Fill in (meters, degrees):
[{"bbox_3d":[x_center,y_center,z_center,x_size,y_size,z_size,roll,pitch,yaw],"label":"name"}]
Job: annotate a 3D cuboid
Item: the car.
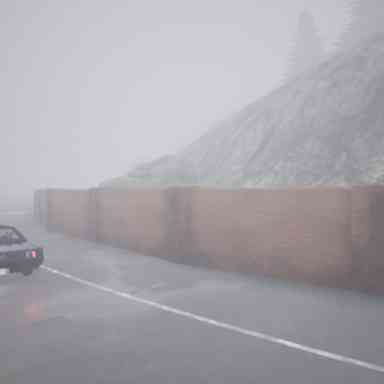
[{"bbox_3d":[-5.991,1.583,9.412,1.895,1.301,4.718,0,0,-44],"label":"car"}]
